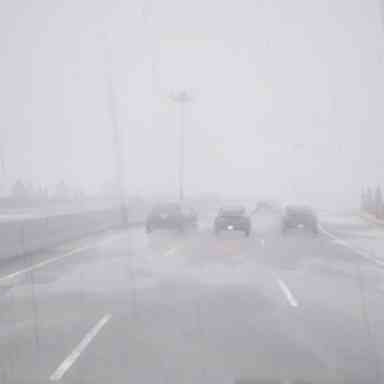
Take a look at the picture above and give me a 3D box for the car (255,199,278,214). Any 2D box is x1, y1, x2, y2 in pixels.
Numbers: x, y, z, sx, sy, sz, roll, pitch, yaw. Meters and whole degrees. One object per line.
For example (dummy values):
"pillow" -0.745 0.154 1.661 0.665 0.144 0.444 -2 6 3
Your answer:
"car" 8.143 1.504 35.963 1.837 1.490 4.892 0 0 24

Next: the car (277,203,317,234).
"car" 6.205 1.512 19.642 1.837 1.490 4.892 0 0 13

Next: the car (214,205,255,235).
"car" 2.406 1.496 18.762 1.837 1.490 4.892 0 0 12

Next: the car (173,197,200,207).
"car" -0.762 1.451 49.743 1.837 1.490 4.892 0 -1 30

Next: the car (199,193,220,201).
"car" 2.106 1.181 47.803 2.150 2.045 5.566 0 0 29

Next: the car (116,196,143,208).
"car" -7.903 1.271 43.245 2.097 1.767 4.553 0 0 24

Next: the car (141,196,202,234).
"car" -1.026 1.327 19.328 2.097 1.767 4.553 0 0 12
